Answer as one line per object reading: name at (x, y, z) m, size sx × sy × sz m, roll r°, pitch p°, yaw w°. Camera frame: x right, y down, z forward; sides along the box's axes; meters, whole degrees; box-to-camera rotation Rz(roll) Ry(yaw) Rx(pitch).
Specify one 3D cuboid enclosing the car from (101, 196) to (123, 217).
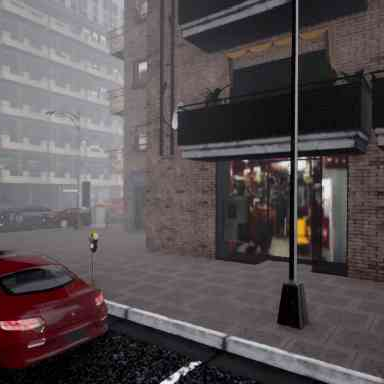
car at (-7.761, 1.485, 34.612) m, size 2.150 × 2.045 × 5.566 m, roll 1°, pitch 0°, yaw 36°

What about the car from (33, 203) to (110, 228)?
car at (-8.461, 1.756, 23.702) m, size 1.887 × 1.381 × 4.507 m, roll 0°, pitch -1°, yaw 36°

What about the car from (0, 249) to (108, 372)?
car at (-3.085, 1.582, 5.205) m, size 4.206 × 1.307 × 1.802 m, roll 0°, pitch 0°, yaw 36°

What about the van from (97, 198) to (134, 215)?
van at (-8.635, 1.606, 37.821) m, size 1.690 × 1.788 × 3.998 m, roll 0°, pitch -1°, yaw 36°

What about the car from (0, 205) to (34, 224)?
car at (-13.243, 1.727, 26.979) m, size 1.994 × 1.385 × 4.181 m, roll 1°, pitch 0°, yaw 36°
